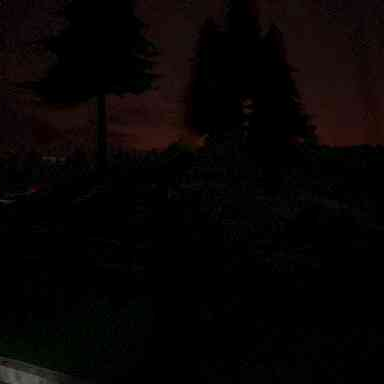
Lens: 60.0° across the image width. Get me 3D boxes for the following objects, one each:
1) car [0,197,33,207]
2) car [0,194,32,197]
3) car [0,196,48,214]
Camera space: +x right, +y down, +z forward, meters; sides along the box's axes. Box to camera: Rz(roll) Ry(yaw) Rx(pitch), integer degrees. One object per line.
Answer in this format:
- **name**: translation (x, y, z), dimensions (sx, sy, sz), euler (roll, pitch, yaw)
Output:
- **car**: translation (-28.204, 1.548, 53.629), dimensions (1.882, 1.535, 5.008), euler (-1, 0, 15)
- **car**: translation (-21.101, 1.278, 39.176), dimensions (2.150, 2.045, 5.566), euler (-1, 0, 14)
- **car**: translation (-18.330, 1.518, 35.820), dimensions (1.882, 1.535, 5.008), euler (-1, 0, 14)
